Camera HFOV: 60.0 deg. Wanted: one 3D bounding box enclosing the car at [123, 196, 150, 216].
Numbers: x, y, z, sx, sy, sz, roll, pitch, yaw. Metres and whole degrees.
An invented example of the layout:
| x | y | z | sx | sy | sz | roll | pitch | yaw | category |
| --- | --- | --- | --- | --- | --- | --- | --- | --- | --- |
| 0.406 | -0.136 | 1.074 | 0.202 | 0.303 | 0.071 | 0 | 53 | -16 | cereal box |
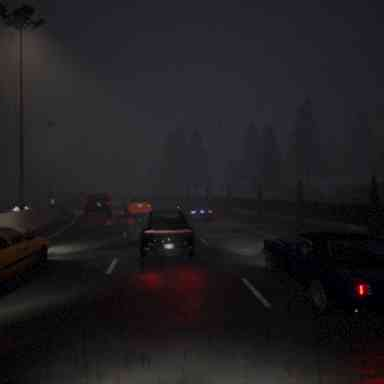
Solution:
| x | y | z | sx | sy | sz | roll | pitch | yaw | category |
| --- | --- | --- | --- | --- | --- | --- | --- | --- | --- |
| -5.119 | 1.213 | 30.573 | 2.097 | 1.767 | 4.553 | 0 | 0 | -18 | car |

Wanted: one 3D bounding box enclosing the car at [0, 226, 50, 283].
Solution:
| x | y | z | sx | sy | sz | roll | pitch | yaw | category |
| --- | --- | --- | --- | --- | --- | --- | --- | --- | --- |
| -4.970 | 1.429 | 7.855 | 1.801 | 1.575 | 5.366 | 0 | 0 | -5 | car |

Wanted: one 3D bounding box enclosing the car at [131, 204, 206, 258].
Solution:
| x | y | z | sx | sy | sz | roll | pitch | yaw | category |
| --- | --- | --- | --- | --- | --- | --- | --- | --- | --- |
| -1.007 | 1.431 | 12.586 | 2.128 | 1.511 | 4.902 | 0 | 0 | -7 | car |

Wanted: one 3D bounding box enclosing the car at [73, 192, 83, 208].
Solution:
| x | y | z | sx | sy | sz | roll | pitch | yaw | category |
| --- | --- | --- | --- | --- | --- | --- | --- | --- | --- |
| -14.476 | 1.033 | 44.466 | 2.150 | 2.045 | 5.566 | 0 | 0 | -28 | car |

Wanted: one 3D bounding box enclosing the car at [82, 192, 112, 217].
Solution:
| x | y | z | sx | sy | sz | roll | pitch | yaw | category |
| --- | --- | --- | --- | --- | --- | --- | --- | --- | --- |
| -8.446 | 1.098 | 29.733 | 2.150 | 2.045 | 5.566 | 0 | 1 | -18 | car |

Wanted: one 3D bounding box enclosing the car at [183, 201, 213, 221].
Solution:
| x | y | z | sx | sy | sz | roll | pitch | yaw | category |
| --- | --- | --- | --- | --- | --- | --- | --- | --- | --- |
| 0.068 | 1.420 | 25.493 | 2.033 | 1.411 | 5.357 | 0 | 0 | -15 | car |

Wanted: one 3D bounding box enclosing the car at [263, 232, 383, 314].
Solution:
| x | y | z | sx | sy | sz | roll | pitch | yaw | category |
| --- | --- | --- | --- | --- | --- | --- | --- | --- | --- |
| 3.102 | 1.555 | 7.521 | 1.895 | 1.301 | 4.718 | 0 | 0 | -4 | car |
